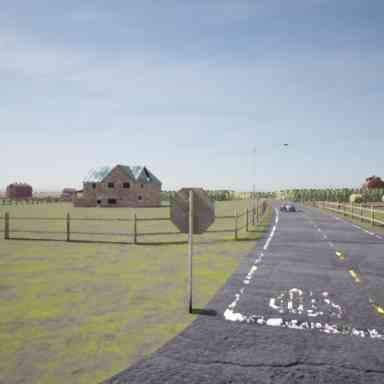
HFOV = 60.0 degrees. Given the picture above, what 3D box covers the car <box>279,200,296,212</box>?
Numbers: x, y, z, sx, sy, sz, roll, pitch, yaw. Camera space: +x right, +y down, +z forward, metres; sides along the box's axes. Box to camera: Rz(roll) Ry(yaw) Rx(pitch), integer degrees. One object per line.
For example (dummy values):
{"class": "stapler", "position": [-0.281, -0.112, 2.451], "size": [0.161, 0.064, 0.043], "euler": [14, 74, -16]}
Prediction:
{"class": "car", "position": [12.696, 1.796, 44.206], "size": [2.128, 1.511, 4.902], "euler": [0, 0, 14]}
